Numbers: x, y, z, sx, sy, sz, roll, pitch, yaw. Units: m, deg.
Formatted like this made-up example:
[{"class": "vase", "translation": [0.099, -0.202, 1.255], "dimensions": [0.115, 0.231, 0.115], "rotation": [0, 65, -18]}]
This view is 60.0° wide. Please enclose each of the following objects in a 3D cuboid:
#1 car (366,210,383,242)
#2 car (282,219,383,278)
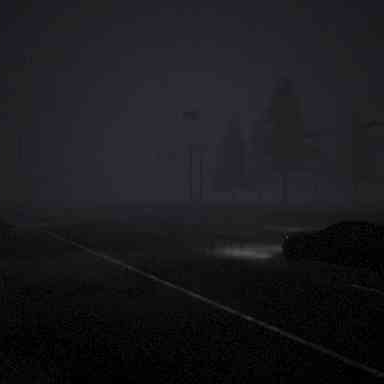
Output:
[{"class": "car", "translation": [10.241, 1.579, 14.142], "dimensions": [1.895, 1.301, 4.718], "rotation": [0, 0, -36]}, {"class": "car", "translation": [4.836, 1.504, 9.677], "dimensions": [1.812, 1.442, 4.674], "rotation": [0, 0, -36]}]
